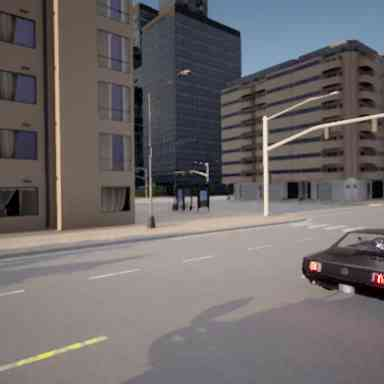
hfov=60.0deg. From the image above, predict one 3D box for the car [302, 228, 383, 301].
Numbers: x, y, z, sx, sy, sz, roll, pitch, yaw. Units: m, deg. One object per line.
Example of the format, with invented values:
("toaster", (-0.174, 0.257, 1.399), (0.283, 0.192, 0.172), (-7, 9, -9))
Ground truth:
("car", (4.625, 1.487, 7.568), (4.718, 1.301, 1.895), (-1, 0, -38))
